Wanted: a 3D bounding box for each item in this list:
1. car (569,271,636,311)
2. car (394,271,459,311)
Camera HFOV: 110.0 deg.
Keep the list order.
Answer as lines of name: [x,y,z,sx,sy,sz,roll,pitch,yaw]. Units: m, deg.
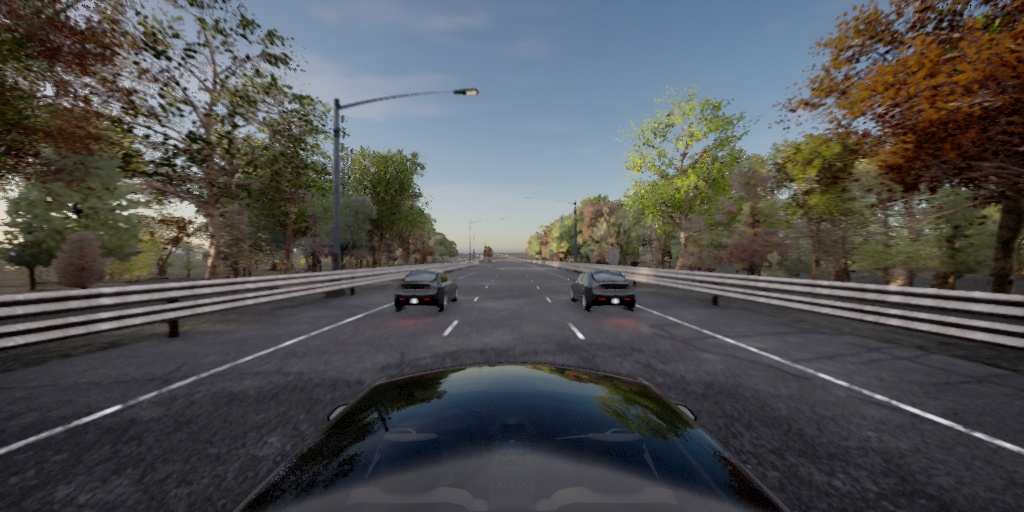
car: [3.601,1.340,14.897,1.837,1.490,4.892,0,0,0]
car: [-3.399,1.340,14.909,1.837,1.490,4.892,0,0,0]
